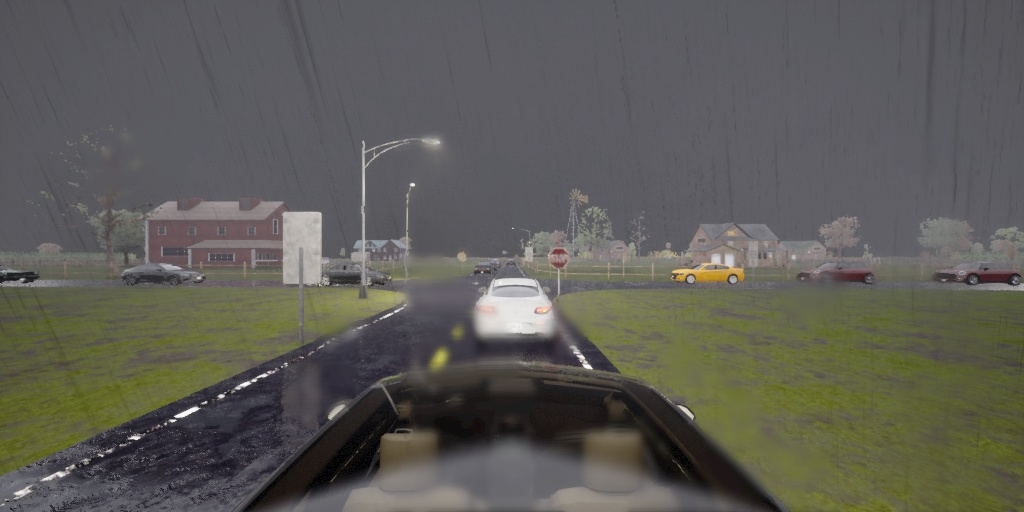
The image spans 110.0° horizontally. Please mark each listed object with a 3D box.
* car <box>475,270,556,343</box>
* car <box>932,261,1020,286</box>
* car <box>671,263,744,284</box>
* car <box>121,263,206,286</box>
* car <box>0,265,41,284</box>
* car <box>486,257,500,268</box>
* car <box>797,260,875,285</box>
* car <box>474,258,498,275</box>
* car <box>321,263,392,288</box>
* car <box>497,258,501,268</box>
[{"bbox_3d":[0.073,1.275,9.582,1.812,1.442,4.674,0,0,0],"label":"car"},{"bbox_3d":[34.416,1.230,26.687,4.553,1.767,2.097,0,0,0],"label":"car"},{"bbox_3d":[14.515,1.273,26.775,5.008,1.535,1.882,0,0,0],"label":"car"},{"bbox_3d":[-23.261,1.207,23.976,4.674,1.442,1.812,0,0,0],"label":"car"},{"bbox_3d":[-34.974,1.252,24.025,4.718,1.301,1.895,0,0,0],"label":"car"},{"bbox_3d":[-3.034,1.081,59.155,2.097,1.767,4.553,0,0,0],"label":"car"},{"bbox_3d":[24.040,1.184,26.739,4.553,1.767,2.097,0,0,0],"label":"car"},{"bbox_3d":[-3.015,1.288,39.635,2.033,1.411,5.357,0,0,1],"label":"car"},{"bbox_3d":[-10.301,1.227,23.467,4.892,1.490,1.837,0,0,8],"label":"car"},{"bbox_3d":[-3.012,1.283,49.709,2.033,1.411,5.357,0,0,0],"label":"car"}]
